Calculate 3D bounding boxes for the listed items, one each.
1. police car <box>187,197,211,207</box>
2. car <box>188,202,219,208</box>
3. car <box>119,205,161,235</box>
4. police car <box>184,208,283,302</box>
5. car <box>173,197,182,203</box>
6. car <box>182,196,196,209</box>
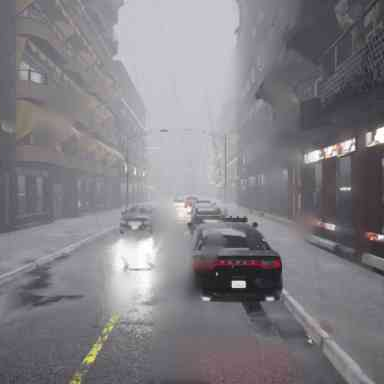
[{"bbox_3d":[0.825,1.434,24.453,1.930,1.638,5.238,0,0,0],"label":"police car"},{"bbox_3d":[0.825,1.511,18.343,1.837,1.490,4.892,0,0,0],"label":"car"},{"bbox_3d":[-2.852,1.497,19.023,2.128,1.511,4.902,0,0,0],"label":"car"},{"bbox_3d":[0.825,1.427,8.452,1.930,1.638,5.238,0,0,0],"label":"police car"},{"bbox_3d":[-2.749,1.622,67.821,1.994,1.385,4.181,0,0,0],"label":"car"},{"bbox_3d":[0.033,1.383,47.137,2.097,1.767,4.553,0,0,0],"label":"car"}]
